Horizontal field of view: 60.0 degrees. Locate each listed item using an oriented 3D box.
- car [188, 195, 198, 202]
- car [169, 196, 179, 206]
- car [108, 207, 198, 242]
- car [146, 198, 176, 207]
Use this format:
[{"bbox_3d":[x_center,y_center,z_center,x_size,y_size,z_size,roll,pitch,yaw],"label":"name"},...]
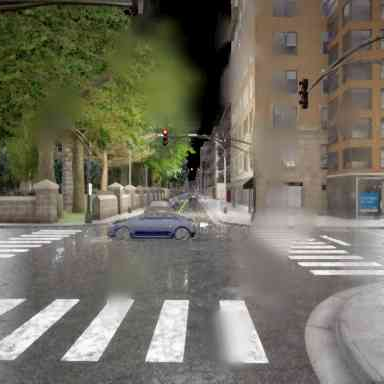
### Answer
[{"bbox_3d":[0.210,1.424,70.816,1.812,1.442,4.674,0,0,0],"label":"car"},{"bbox_3d":[-2.997,1.465,40.780,1.837,1.490,4.892,0,0,0],"label":"car"},{"bbox_3d":[-1.828,1.561,15.837,4.181,1.385,1.994,0,0,1],"label":"car"},{"bbox_3d":[-2.998,1.526,30.708,2.033,1.411,5.357,0,0,4],"label":"car"}]
